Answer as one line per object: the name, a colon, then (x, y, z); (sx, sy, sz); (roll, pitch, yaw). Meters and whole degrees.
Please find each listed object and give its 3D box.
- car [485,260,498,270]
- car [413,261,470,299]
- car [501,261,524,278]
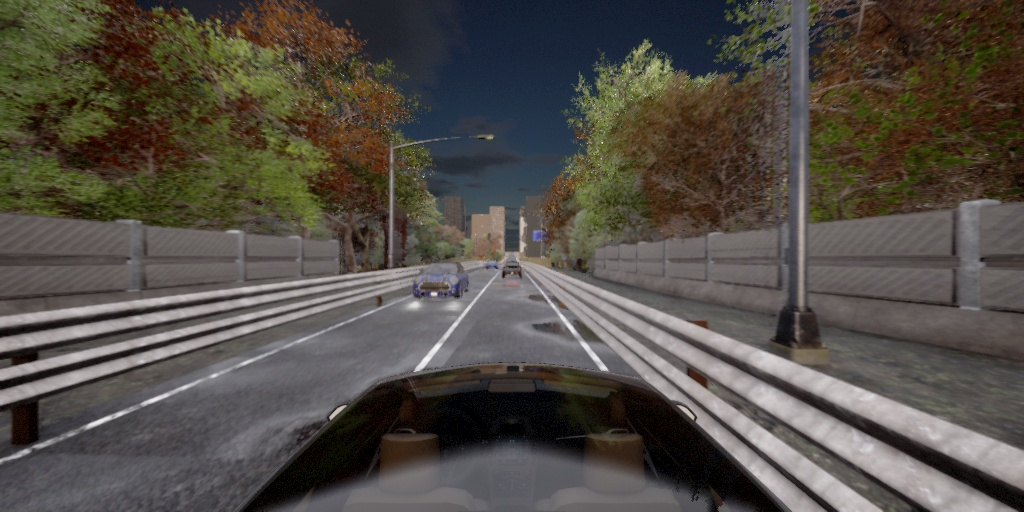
car: (-3.267, 1.427, 58.763); (1.882, 1.535, 5.008); (0, -1, 1)
car: (-3.336, 1.043, 17.636); (2.097, 1.767, 4.553); (0, 0, 0)
car: (0.012, 1.232, 33.177); (1.837, 1.490, 4.892); (0, 0, 0)
